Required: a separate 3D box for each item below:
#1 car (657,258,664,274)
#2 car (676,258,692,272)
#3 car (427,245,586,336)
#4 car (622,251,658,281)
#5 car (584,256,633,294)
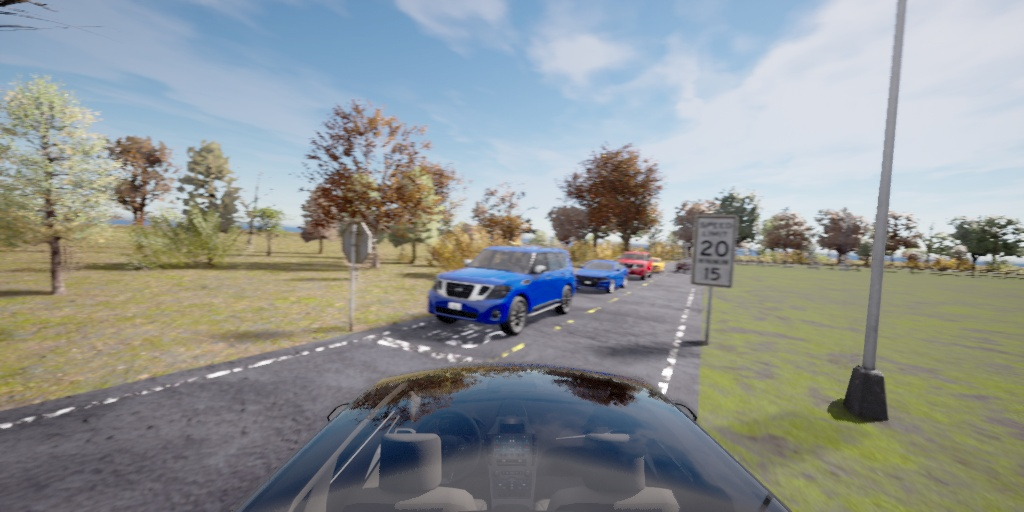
[{"bbox_3d":[14.497,0.910,36.979,1.882,1.535,5.008,4,2,29],"label":"car"},{"bbox_3d":[19.703,1.088,40.555,1.882,1.535,5.008,4,2,28],"label":"car"},{"bbox_3d":[0.083,0.721,10.155,2.150,2.045,5.566,4,2,28],"label":"car"},{"bbox_3d":[9.516,0.678,27.734,2.150,2.045,5.566,4,2,28],"label":"car"},{"bbox_3d":[4.738,0.957,18.854,1.882,1.535,5.008,4,2,28],"label":"car"}]
